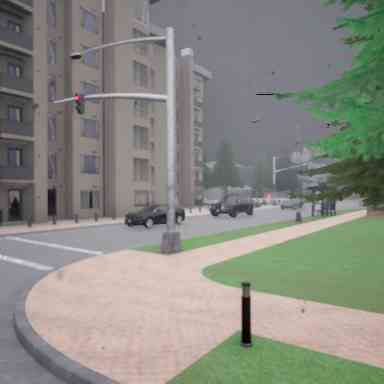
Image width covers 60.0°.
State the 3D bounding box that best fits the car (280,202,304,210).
[{"bbox_3d":[13.443,1.674,44.557,1.837,1.490,4.892,-1,0,37],"label":"car"}]

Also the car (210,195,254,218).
[{"bbox_3d":[3.969,1.346,31.963,2.150,2.045,5.566,-1,-1,37],"label":"car"}]

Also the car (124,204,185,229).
[{"bbox_3d":[-2.498,1.602,23.262,1.882,1.535,5.008,-1,0,37],"label":"car"}]
